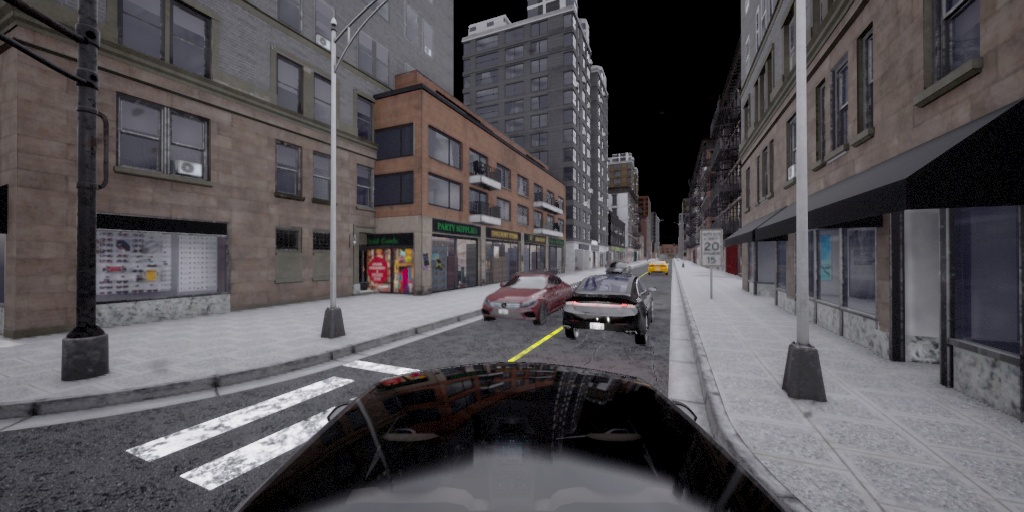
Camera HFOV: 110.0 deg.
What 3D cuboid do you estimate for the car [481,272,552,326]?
[{"bbox_3d":[0.713,1.288,12.084,1.812,1.442,4.674,0,0,24],"label":"car"}]

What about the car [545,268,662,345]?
[{"bbox_3d":[2.754,1.245,9.663,2.128,1.511,4.902,0,0,24],"label":"car"}]

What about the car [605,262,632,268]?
[{"bbox_3d":[9.382,1.266,31.428,1.837,1.490,4.892,0,0,24],"label":"car"}]

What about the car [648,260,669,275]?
[{"bbox_3d":[15.913,1.225,38.932,1.882,1.535,5.008,0,0,24],"label":"car"}]
